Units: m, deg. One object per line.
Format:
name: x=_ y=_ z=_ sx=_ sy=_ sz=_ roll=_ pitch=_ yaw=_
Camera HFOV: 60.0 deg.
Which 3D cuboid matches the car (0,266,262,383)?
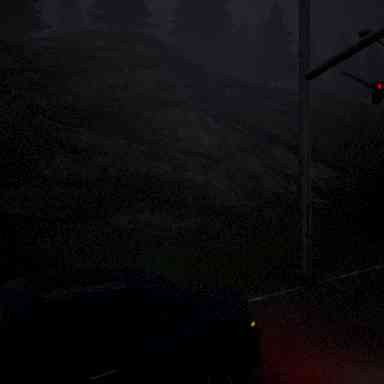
car: x=-1.373 y=1.526 z=3.012 sx=4.674 sy=1.442 sz=1.812 roll=0 pitch=0 yaw=-35
